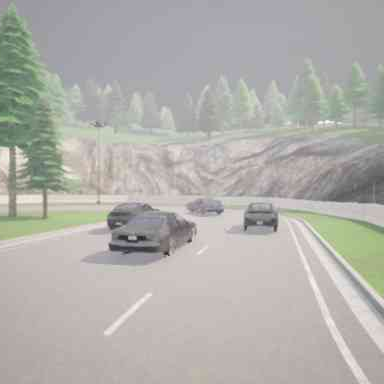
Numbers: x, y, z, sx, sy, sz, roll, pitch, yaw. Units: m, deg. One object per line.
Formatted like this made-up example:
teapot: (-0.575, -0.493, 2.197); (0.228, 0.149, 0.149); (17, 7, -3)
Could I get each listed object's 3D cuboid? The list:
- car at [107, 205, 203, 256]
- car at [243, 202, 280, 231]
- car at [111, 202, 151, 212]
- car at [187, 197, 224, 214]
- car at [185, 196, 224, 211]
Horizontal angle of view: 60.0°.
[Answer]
car: (-1.234, 1.454, 12.719); (2.033, 1.411, 5.357); (0, 0, 14)
car: (4.070, 1.364, 19.545); (2.128, 1.511, 4.902); (0, 1, 13)
car: (-3.198, 1.359, 19.238); (1.837, 1.490, 4.892); (0, 0, 13)
car: (1.171, 1.329, 31.256); (2.033, 1.411, 5.357); (0, 0, -19)
car: (1.307, 1.266, 37.148); (1.812, 1.442, 4.674); (0, 0, -38)
